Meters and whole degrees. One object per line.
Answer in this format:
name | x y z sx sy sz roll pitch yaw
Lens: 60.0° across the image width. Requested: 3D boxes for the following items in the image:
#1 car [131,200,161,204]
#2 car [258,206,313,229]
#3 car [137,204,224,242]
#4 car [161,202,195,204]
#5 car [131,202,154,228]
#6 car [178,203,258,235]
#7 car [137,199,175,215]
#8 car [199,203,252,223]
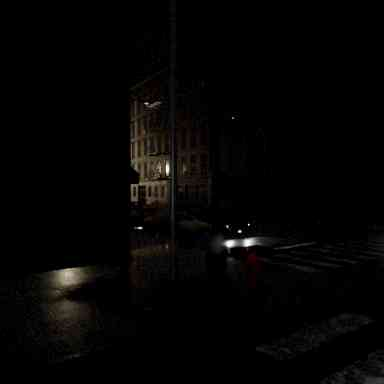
car | -4.805 1.517 26.733 2.128 1.511 4.902 0 0 -35
car | 5.671 1.557 21.479 1.947 1.339 4.313 0 0 -35
car | -0.774 1.554 16.693 1.752 1.417 4.829 0 0 -35
car | -0.608 1.565 30.297 1.947 1.339 4.313 0 0 -35
car | -4.012 1.584 21.241 2.008 1.369 4.403 0 0 -35
car | 0.951 1.565 18.691 2.033 1.411 5.357 0 0 -32
car | -3.846 1.528 34.845 1.752 1.417 4.829 0 0 -35
car | 2.531 1.578 25.888 1.802 1.307 4.206 0 0 -35
